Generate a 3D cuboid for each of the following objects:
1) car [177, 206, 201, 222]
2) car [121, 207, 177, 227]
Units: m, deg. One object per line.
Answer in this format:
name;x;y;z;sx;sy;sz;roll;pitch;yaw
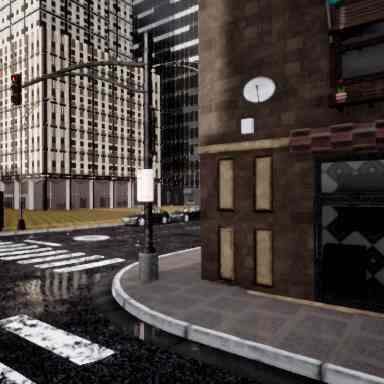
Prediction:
car;-0.356;1.974;30.488;2.008;1.369;4.403;-2;-2;35
car;-3.555;1.892;25.929;2.008;1.369;4.403;-2;-2;35
